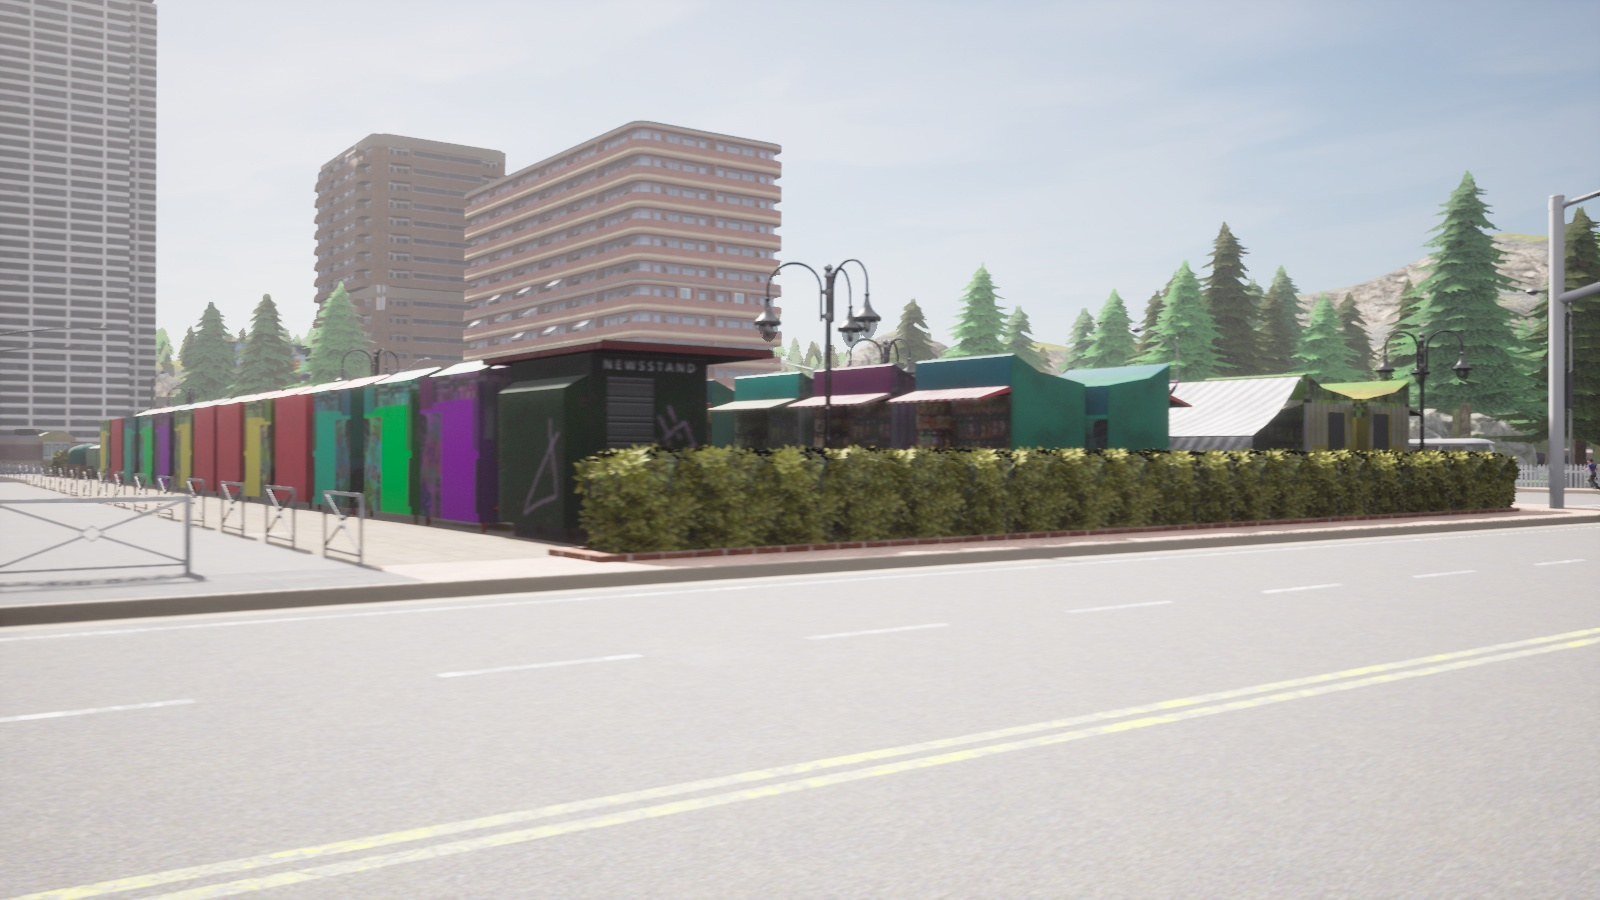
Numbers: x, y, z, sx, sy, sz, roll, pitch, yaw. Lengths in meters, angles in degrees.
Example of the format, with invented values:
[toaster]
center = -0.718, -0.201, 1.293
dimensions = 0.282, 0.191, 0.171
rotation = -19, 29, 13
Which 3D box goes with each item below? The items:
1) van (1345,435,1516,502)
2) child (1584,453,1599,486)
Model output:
[van]
center = 19.565, 0.552, 39.147
dimensions = 1.775, 1.987, 4.442
rotation = 0, 0, -36
[child]
center = 30.633, 0.738, 48.562
dimensions = 0.270, 1.263, 0.437
rotation = 0, 0, -36
